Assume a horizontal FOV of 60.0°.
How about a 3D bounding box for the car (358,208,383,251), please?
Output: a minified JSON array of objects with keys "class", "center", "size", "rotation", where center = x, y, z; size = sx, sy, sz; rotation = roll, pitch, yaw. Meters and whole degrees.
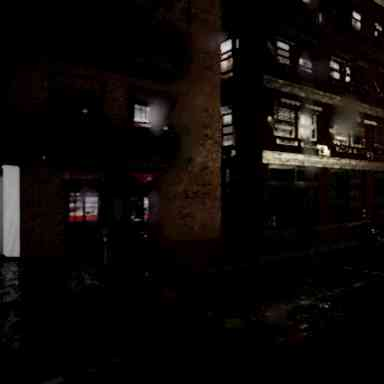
[{"class":"car","center":[8.311,1.229,12.476],"size":[5.009,1.841,2.192],"rotation":[0,0,-35]}]
